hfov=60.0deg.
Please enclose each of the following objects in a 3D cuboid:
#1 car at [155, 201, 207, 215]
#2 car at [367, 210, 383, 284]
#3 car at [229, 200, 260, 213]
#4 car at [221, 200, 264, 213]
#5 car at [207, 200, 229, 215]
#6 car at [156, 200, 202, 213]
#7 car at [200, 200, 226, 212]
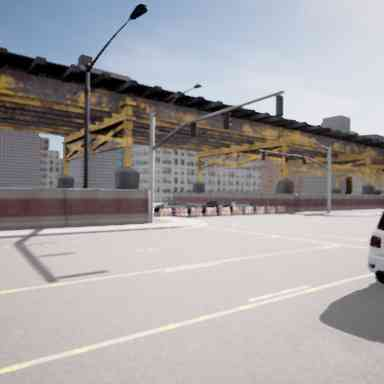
[{"bbox_3d":[-1.302,1.696,35.394,4.974,1.542,2.038,1,0,8],"label":"car"},{"bbox_3d":[6.758,1.352,8.575,5.566,2.045,2.150,1,-1,-35],"label":"car"},{"bbox_3d":[6.307,1.664,41.827,4.536,1.218,1.853,1,0,-7],"label":"car"},{"bbox_3d":[6.357,1.822,41.832,4.974,1.542,2.038,1,0,-7],"label":"car"},{"bbox_3d":[2.444,1.754,38.076,2.038,1.542,4.974,0,0,18],"label":"car"},{"bbox_3d":[-1.352,1.538,35.402,4.536,1.218,1.853,1,0,8],"label":"car"},{"bbox_3d":[2.462,1.597,38.127,1.853,1.218,4.536,0,0,18],"label":"car"}]
